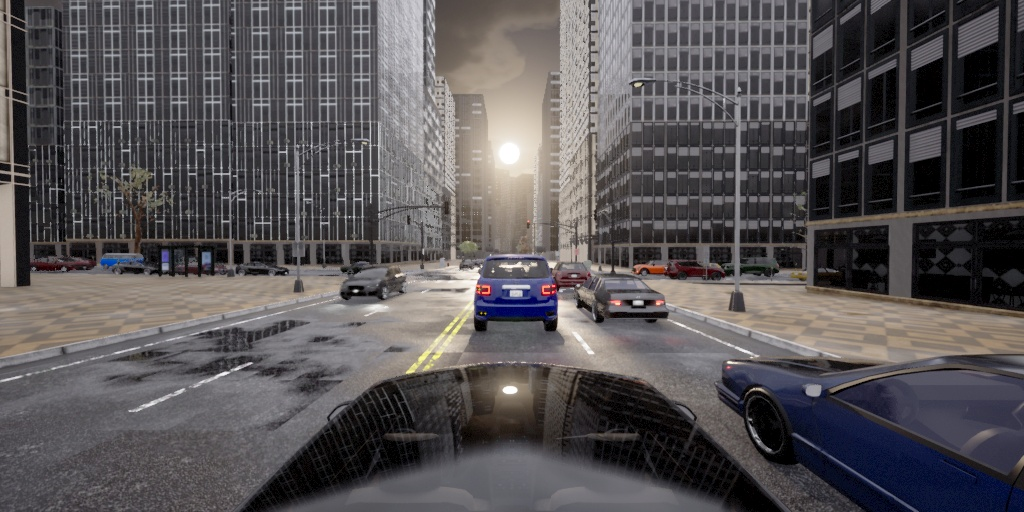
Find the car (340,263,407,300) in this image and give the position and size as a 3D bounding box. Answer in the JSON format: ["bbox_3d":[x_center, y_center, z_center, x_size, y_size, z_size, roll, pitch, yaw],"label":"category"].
[{"bbox_3d":[-6.572,1.248,17.532,1.837,1.490,4.892,0,0,0],"label":"car"}]

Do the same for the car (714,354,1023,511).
[{"bbox_3d":[3.351,1.297,1.874,2.033,1.411,5.357,0,0,1],"label":"car"}]

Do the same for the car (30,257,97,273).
[{"bbox_3d":[-45.157,0.835,35.843,5.008,1.535,1.882,1,1,2],"label":"car"}]

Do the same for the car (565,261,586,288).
[{"bbox_3d":[3.355,1.091,21.461,2.097,1.767,4.553,0,0,0],"label":"car"}]

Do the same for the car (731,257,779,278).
[{"bbox_3d":[24.898,1.155,37.730,5.566,2.045,2.150,0,1,1],"label":"car"}]

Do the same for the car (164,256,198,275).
[{"bbox_3d":[-30.964,0.838,35.528,4.553,1.767,2.097,1,1,1],"label":"car"}]

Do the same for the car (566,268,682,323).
[{"bbox_3d":[3.354,1.292,12.054,2.033,1.411,5.357,0,0,0],"label":"car"}]

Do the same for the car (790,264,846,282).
[{"bbox_3d":[27.651,1.577,31.908,4.829,1.417,1.751,0,0,1],"label":"car"}]

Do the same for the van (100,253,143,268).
[{"bbox_3d":[-45.275,0.603,41.624,3.998,1.789,1.690,0,0,1],"label":"van"}]

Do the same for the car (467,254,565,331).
[{"bbox_3d":[0.100,0.967,11.052,2.150,2.045,5.566,0,0,0],"label":"car"}]

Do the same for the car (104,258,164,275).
[{"bbox_3d":[-34.087,1.068,32.959,4.313,1.339,1.948,0,0,1],"label":"car"}]

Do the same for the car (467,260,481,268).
[{"bbox_3d":[-6.551,1.301,62.824,1.895,1.301,4.718,0,0,0],"label":"car"}]

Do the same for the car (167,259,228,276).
[{"bbox_3d":[-28.406,1.136,32.784,4.207,1.307,1.802,0,0,1],"label":"car"}]

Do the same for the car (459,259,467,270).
[{"bbox_3d":[-6.585,1.218,52.521,1.837,1.490,4.892,0,0,-1],"label":"car"}]

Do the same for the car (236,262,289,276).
[{"bbox_3d":[-22.722,1.172,32.649,4.313,1.339,1.948,0,0,1],"label":"car"}]

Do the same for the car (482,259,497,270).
[{"bbox_3d":[-3.319,1.189,53.411,1.882,1.535,5.008,0,0,0],"label":"car"}]

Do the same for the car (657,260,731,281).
[{"bbox_3d":[16.203,1.267,32.108,5.009,1.841,2.192,0,0,1],"label":"car"}]

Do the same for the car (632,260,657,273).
[{"bbox_3d":[15.048,1.200,37.882,4.553,1.767,2.097,0,1,0],"label":"car"}]
